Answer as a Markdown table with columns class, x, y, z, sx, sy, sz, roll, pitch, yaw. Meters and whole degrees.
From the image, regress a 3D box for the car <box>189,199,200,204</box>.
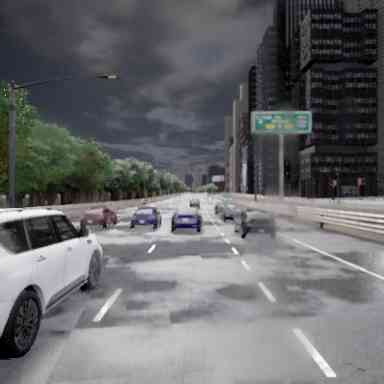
| class | x | y | z | sx | sy | sz | roll | pitch | yaw |
| --- | --- | --- | --- | --- | --- | --- | --- | --- | --- |
| car | 0.465 | 2.199 | 59.059 | 1.812 | 1.442 | 4.674 | 0 | 0 | 1 |

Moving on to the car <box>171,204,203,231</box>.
| class | x | y | z | sx | sy | sz | roll | pitch | yaw |
| --- | --- | --- | --- | --- | --- | --- | --- | --- | --- |
| car | -0.302 | 1.814 | 23.067 | 2.163 | 1.488 | 4.792 | 0 | -1 | 3 |

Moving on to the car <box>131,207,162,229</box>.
| class | x | y | z | sx | sy | sz | roll | pitch | yaw |
| --- | --- | --- | --- | --- | --- | --- | --- | --- | --- |
| car | -3.325 | 1.853 | 24.521 | 1.812 | 1.442 | 4.674 | 0 | -1 | 0 |

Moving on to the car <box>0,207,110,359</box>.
| class | x | y | z | sx | sy | sz | roll | pitch | yaw |
| --- | --- | --- | --- | --- | --- | --- | --- | --- | --- |
| car | -3.393 | 1.311 | 6.261 | 2.150 | 2.045 | 5.566 | 0 | -1 | 0 |

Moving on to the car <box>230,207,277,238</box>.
| class | x | y | z | sx | sy | sz | roll | pitch | yaw |
| --- | --- | --- | --- | --- | --- | --- | --- | --- | --- |
| car | 3.546 | 1.768 | 19.282 | 1.837 | 1.490 | 4.892 | 0 | -1 | 0 |

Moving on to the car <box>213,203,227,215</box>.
| class | x | y | z | sx | sy | sz | roll | pitch | yaw |
| --- | --- | --- | --- | --- | --- | --- | --- | --- | --- |
| car | 3.694 | 2.068 | 41.222 | 2.033 | 1.411 | 5.357 | 0 | -1 | 1 |

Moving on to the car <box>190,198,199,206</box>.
| class | x | y | z | sx | sy | sz | roll | pitch | yaw |
| --- | --- | --- | --- | --- | --- | --- | --- | --- | --- |
| car | 0.617 | 2.241 | 74.624 | 1.882 | 1.535 | 5.008 | 0 | 0 | 1 |

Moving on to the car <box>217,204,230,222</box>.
| class | x | y | z | sx | sy | sz | roll | pitch | yaw |
| --- | --- | --- | --- | --- | --- | --- | --- | --- | --- |
| car | 3.607 | 2.000 | 30.281 | 1.895 | 1.301 | 4.718 | 0 | -1 | 0 |

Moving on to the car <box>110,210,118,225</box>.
| class | x | y | z | sx | sy | sz | roll | pitch | yaw |
| --- | --- | --- | --- | --- | --- | --- | --- | --- | --- |
| car | -6.825 | 1.853 | 24.565 | 1.812 | 1.442 | 4.674 | 0 | -1 | 0 |
